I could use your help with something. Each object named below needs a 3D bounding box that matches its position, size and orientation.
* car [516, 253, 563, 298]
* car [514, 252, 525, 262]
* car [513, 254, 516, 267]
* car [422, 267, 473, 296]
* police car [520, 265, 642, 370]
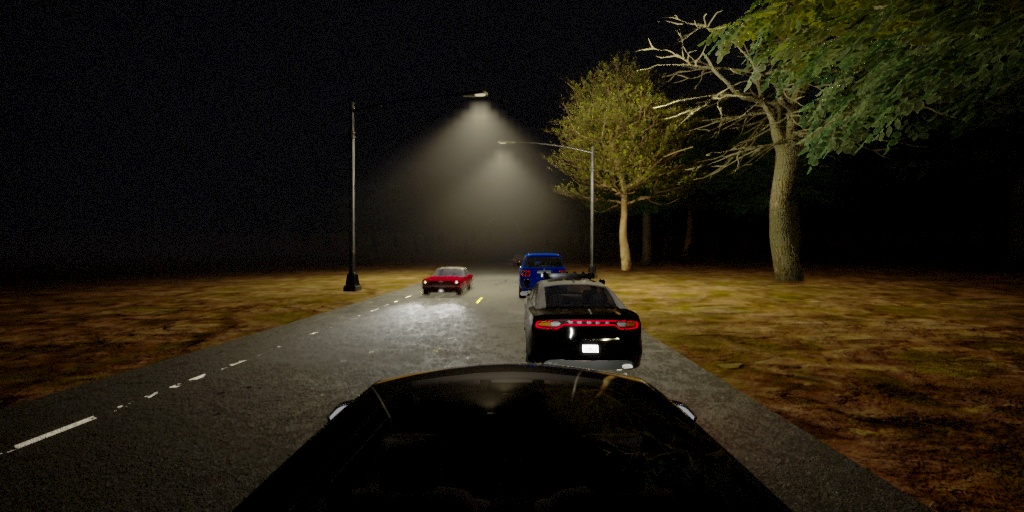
[{"bbox_3d":[1.425,0.889,17.800,2.150,2.045,5.566,0,1,1],"label":"car"},{"bbox_3d":[1.315,0.188,62.302,1.837,1.490,4.892,0,2,1],"label":"car"},{"bbox_3d":[1.069,0.677,49.636,2.033,1.411,5.357,0,2,2],"label":"car"},{"bbox_3d":[-3.211,1.259,18.582,1.895,1.301,4.718,0,1,1],"label":"car"},{"bbox_3d":[1.215,1.159,7.887,1.930,1.638,5.238,0,0,1],"label":"police car"}]
